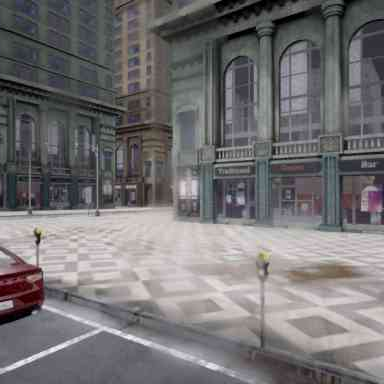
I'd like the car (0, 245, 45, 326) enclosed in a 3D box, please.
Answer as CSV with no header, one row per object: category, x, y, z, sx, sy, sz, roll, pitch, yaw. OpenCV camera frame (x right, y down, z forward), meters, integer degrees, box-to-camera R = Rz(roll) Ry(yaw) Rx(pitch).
car,-4.586,1.547,6.210,4.507,1.381,1.887,0,0,35
